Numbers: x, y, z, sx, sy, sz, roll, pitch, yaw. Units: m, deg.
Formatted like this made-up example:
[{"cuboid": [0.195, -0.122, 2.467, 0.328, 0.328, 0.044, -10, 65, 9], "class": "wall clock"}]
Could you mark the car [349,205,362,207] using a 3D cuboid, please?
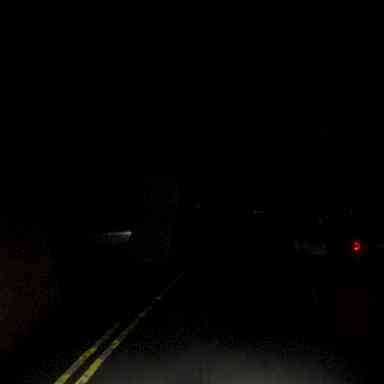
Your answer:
[{"cuboid": [18.953, 2.169, 38.621, 1.994, 1.385, 4.181, 0, -1, 36], "class": "car"}]

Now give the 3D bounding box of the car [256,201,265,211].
[{"cuboid": [11.894, 2.166, 52.869, 1.882, 1.535, 5.008, 0, -1, 39], "class": "car"}]

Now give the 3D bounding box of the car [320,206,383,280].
[{"cuboid": [5.525, 1.520, 10.413, 2.097, 1.767, 4.553, 0, -1, 14], "class": "car"}]

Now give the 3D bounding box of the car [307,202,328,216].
[{"cuboid": [15.342, 2.106, 39.627, 1.812, 1.442, 4.674, 0, -1, 35], "class": "car"}]

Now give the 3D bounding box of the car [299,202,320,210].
[{"cuboid": [20.571, 2.431, 58.071, 1.895, 1.301, 4.718, 0, -1, 39], "class": "car"}]

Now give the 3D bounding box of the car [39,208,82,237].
[{"cuboid": [-7.499, 1.609, 16.565, 1.837, 1.490, 4.892, 0, -1, 17], "class": "car"}]
